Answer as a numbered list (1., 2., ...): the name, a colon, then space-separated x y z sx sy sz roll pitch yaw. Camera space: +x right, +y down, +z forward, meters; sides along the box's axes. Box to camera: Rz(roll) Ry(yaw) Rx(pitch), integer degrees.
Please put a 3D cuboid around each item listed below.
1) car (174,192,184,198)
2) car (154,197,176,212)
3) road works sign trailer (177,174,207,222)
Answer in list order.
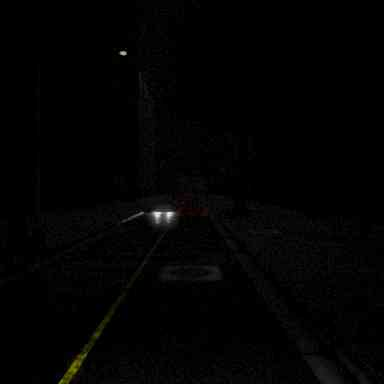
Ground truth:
1. car: -2.986 0.804 78.540 2.150 2.045 5.566 0 0 0
2. car: -3.087 1.500 37.198 1.994 1.385 4.181 0 0 0
3. road works sign trailer: 0.005 0.419 26.194 2.380 3.560 2.880 0 0 0
